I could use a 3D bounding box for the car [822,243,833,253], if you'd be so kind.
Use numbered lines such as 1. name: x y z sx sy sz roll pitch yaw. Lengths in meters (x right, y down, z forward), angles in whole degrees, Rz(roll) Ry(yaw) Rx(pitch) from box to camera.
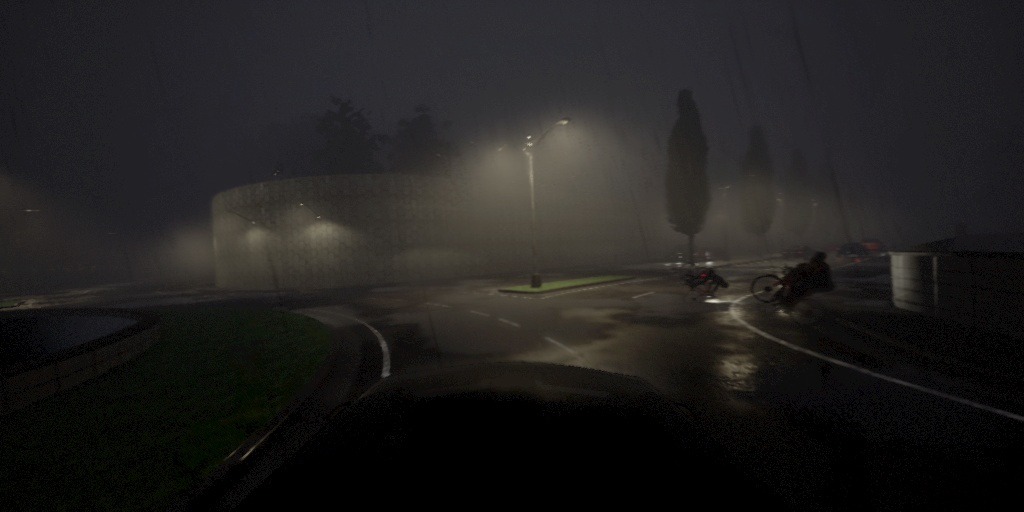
1. car: 42.508 -1.053 47.361 4.181 1.385 1.994 -3 0 -39

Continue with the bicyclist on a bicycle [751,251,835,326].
1. bicyclist on a bicycle: 6.673 0.676 8.243 1.656 1.620 0.582 35 21 13

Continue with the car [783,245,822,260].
1. car: 29.923 -0.397 37.233 5.357 1.411 2.033 -3 1 -38

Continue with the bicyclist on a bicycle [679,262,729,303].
1. bicyclist on a bicycle: 6.682 0.960 12.456 1.620 1.656 0.582 -8 -2 -1

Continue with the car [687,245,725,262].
1. car: 23.020 -0.289 42.017 4.553 1.767 2.097 -3 1 -38

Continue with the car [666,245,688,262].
1. car: 21.715 -0.374 45.445 5.566 2.045 2.150 -3 0 -38

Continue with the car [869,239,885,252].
1. car: 44.662 -1.356 44.611 4.553 1.767 2.097 -3 0 -39

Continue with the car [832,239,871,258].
1. car: 34.615 -0.643 36.471 4.674 1.442 1.812 -3 1 -38

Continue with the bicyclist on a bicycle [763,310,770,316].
1. bicyclist on a bicycle: 6.992 0.785 8.845 1.656 1.620 0.582 -2 29 -24
